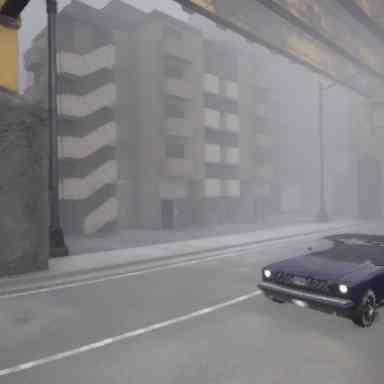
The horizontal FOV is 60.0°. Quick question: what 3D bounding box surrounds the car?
[{"bbox_3d":[3.520,1.640,7.293,4.718,1.301,1.895,0,-1,-42],"label":"car"}]
